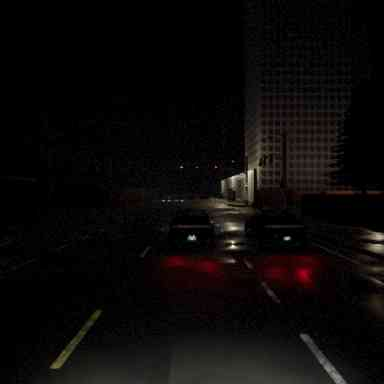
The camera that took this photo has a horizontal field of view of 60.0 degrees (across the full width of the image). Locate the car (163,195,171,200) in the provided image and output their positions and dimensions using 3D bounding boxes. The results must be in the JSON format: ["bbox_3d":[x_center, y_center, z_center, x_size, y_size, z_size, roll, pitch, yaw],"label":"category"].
[{"bbox_3d":[-7.000,1.470,92.105,1.882,1.535,5.008,0,0,0],"label":"car"}]

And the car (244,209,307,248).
[{"bbox_3d":[3.500,1.493,14.650,2.128,1.511,4.902,0,0,0],"label":"car"}]

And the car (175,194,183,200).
[{"bbox_3d":[-3.500,1.348,92.135,2.097,1.767,4.553,0,0,0],"label":"car"}]

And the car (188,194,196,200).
[{"bbox_3d":[0.000,1.239,87.682,2.097,1.767,4.553,0,0,0],"label":"car"}]

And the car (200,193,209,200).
[{"bbox_3d":[3.500,1.383,87.712,1.837,1.490,4.892,0,0,0],"label":"car"}]

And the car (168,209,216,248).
[{"bbox_3d":[0.000,1.493,14.650,2.128,1.511,4.902,0,0,0],"label":"car"}]
